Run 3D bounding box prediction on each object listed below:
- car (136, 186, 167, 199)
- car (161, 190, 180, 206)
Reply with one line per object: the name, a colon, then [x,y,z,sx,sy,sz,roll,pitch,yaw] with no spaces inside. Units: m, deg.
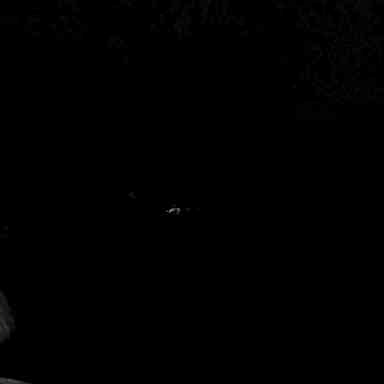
car: [-6.011,0.044,48.826,5.566,2.045,2.150,2,1,37]
car: [-1.978,0.862,35.618,2.033,1.411,5.357,-1,2,-3]
